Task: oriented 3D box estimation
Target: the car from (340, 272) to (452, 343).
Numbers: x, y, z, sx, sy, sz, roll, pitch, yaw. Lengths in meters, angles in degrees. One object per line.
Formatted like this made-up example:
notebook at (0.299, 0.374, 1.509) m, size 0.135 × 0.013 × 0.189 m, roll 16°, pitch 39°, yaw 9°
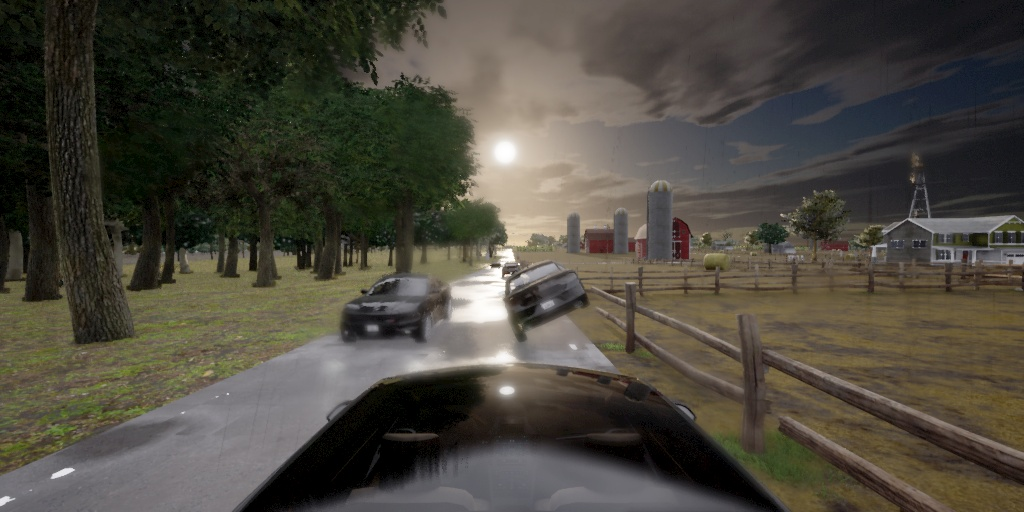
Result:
car at (-2.886, 1.235, 9.913) m, size 1.882 × 1.535 × 5.008 m, roll 0°, pitch 0°, yaw 0°

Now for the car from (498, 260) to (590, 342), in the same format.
car at (0.700, 0.975, 9.892) m, size 1.882 × 1.535 × 5.008 m, roll -24°, pitch -2°, yaw -1°

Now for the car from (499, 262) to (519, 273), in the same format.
car at (-0.085, 1.375, 36.458) m, size 1.837 × 1.490 × 4.892 m, roll 0°, pitch 0°, yaw 0°
